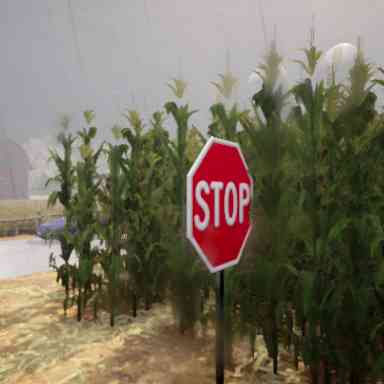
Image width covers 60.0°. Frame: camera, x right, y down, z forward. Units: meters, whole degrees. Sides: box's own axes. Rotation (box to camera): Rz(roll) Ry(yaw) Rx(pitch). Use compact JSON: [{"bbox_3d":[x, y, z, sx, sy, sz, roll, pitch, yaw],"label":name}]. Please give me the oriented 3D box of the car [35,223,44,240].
[{"bbox_3d":[-5.671,1.672,17.250,1.812,1.442,4.674,0,0,37],"label":"car"}]
